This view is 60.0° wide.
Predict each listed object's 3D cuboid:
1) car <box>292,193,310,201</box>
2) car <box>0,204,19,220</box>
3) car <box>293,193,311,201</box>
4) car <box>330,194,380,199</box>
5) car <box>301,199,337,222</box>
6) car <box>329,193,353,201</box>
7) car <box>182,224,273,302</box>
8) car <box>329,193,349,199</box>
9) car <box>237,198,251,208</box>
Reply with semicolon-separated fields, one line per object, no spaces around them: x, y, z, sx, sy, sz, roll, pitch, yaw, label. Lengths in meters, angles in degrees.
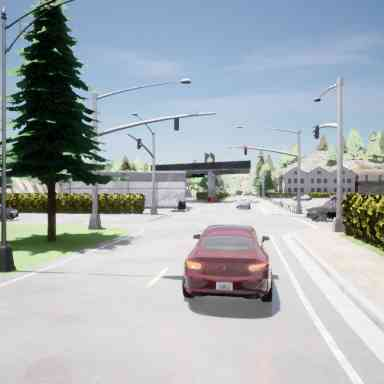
24.912;1.361;75.867;3.806;1.475;1.970;0;0;9;car
-16.205;1.491;26.282;4.902;1.511;2.128;0;0;9;car
26.042;1.077;79.052;3.866;1.878;1.905;0;0;9;car
19.087;1.339;38.929;4.514;1.523;2.007;0;0;9;car
11.121;1.491;25.328;4.902;1.511;2.128;0;0;1;car
33.290;1.097;74.560;4.605;1.855;1.932;0;0;9;car
0.941;1.526;8.249;1.812;1.442;4.674;0;0;9;car
19.533;1.330;42.034;5.027;1.636;2.152;0;0;9;car
7.286;1.525;46.949;1.812;1.442;4.674;0;0;10;car
